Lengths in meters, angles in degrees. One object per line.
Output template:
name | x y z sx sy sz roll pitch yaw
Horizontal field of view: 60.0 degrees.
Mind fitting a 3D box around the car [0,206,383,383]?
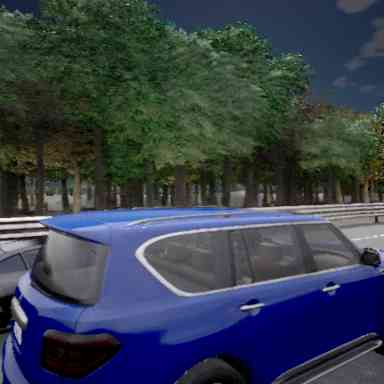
car | 0.775 1.208 4.264 5.566 2.045 2.150 0 0 -35

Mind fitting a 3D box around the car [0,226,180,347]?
car | -2.521 1.548 6.204 4.181 1.385 1.994 0 0 -35
